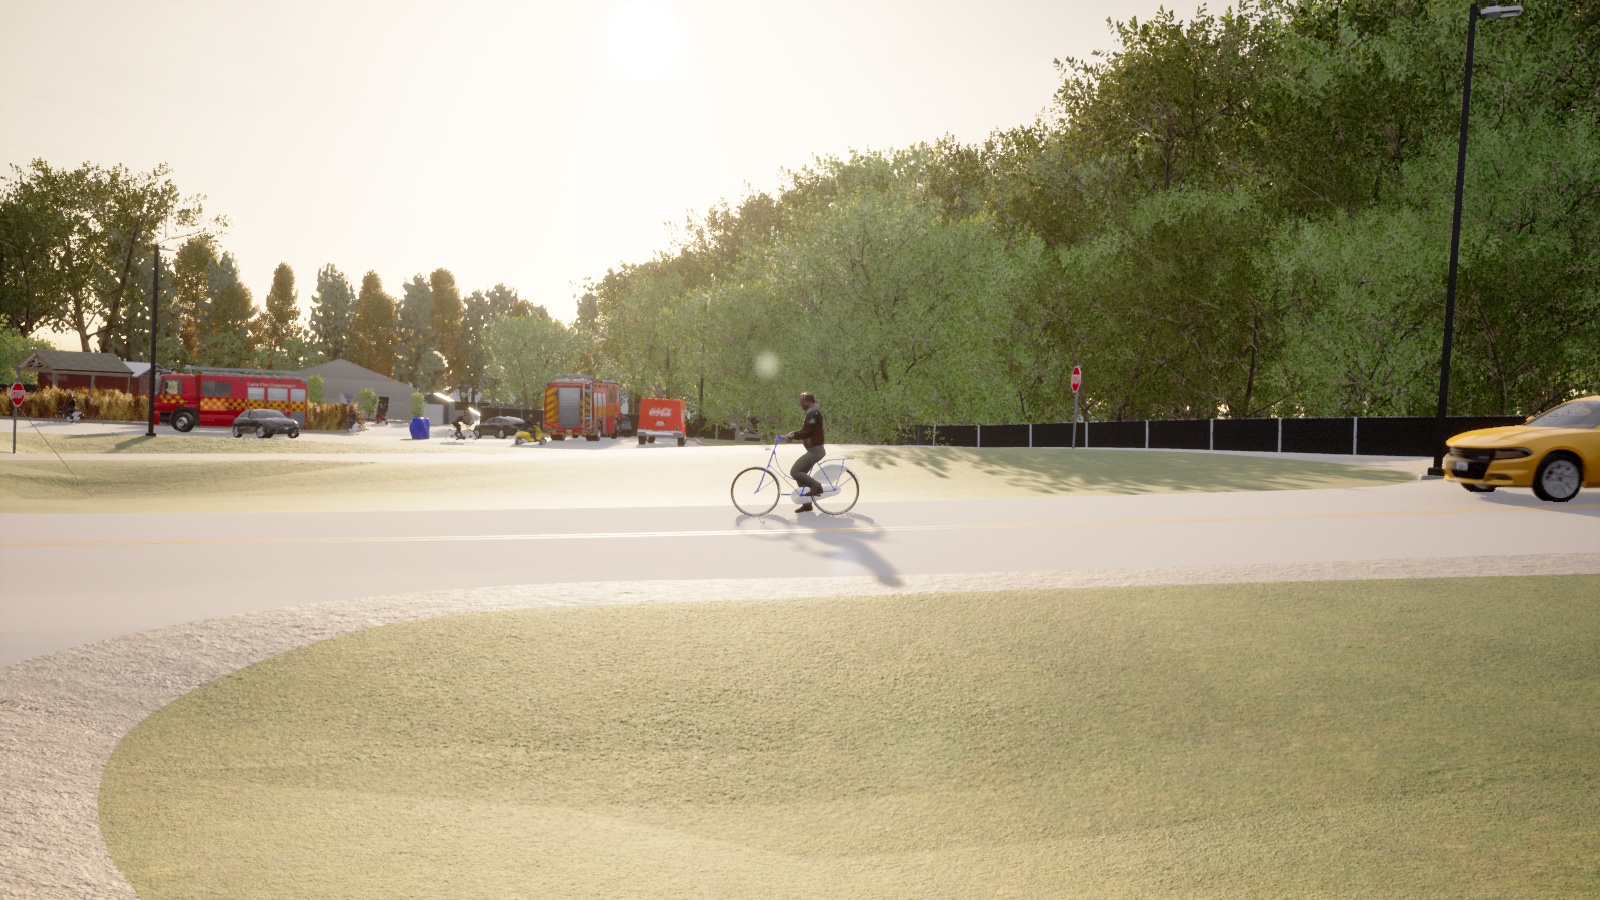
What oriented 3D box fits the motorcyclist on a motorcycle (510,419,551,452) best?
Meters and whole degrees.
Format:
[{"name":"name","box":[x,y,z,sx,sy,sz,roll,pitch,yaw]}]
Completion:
[{"name":"motorcyclist on a motorcycle","box":[-13.477,-0.744,62.849,1.817,1.590,0.866,-1,3,-38]}]

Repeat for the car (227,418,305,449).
[{"name":"car","box":[-27.655,-0.845,64.975,4.892,1.490,1.837,-1,0,43]}]

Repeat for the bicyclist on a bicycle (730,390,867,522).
[{"name":"bicyclist on a bicycle","box":[-0.028,0.070,17.746,1.843,1.776,0.659,-2,3,-6]}]

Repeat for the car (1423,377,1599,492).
[{"name":"car","box":[12.324,-0.323,18.943,5.008,1.535,1.882,-3,3,-7]}]

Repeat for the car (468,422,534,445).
[{"name":"car","box":[-20.010,-1.107,83.984,4.892,1.490,1.837,1,1,42]}]

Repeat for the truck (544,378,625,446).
[{"name":"truck","box":[-12.633,-2.291,74.400,2.891,3.827,8.468,0,2,3]}]

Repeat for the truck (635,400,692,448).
[{"name":"truck","box":[-7.487,-1.403,69.379,2.627,2.467,5.204,1,0,-1]}]

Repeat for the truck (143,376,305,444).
[{"name":"truck","box":[-34.207,-2.320,74.734,8.468,3.827,2.891,0,2,-31]}]

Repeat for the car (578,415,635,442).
[{"name":"car","box":[-12.687,-1.384,82.300,1.851,1.617,3.988,-1,-1,-40]}]
